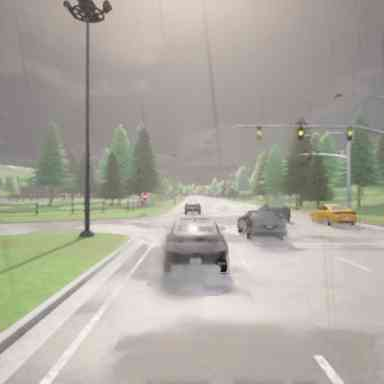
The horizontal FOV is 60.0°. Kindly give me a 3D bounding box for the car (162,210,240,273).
[{"bbox_3d":[0.098,1.580,10.957,2.128,1.511,4.902,0,0,0],"label":"car"}]

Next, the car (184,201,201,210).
[{"bbox_3d":[0.093,1.810,39.972,2.128,1.511,4.902,0,-1,0],"label":"car"}]

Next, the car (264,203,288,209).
[{"bbox_3d":[7.094,1.709,29.009,1.882,1.535,5.008,0,0,0],"label":"car"}]

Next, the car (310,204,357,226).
[{"bbox_3d":[10.596,1.680,25.272,1.882,1.535,5.008,0,0,0],"label":"car"}]

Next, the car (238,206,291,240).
[{"bbox_3d":[3.597,1.691,17.893,2.033,1.411,5.357,0,0,0],"label":"car"}]
